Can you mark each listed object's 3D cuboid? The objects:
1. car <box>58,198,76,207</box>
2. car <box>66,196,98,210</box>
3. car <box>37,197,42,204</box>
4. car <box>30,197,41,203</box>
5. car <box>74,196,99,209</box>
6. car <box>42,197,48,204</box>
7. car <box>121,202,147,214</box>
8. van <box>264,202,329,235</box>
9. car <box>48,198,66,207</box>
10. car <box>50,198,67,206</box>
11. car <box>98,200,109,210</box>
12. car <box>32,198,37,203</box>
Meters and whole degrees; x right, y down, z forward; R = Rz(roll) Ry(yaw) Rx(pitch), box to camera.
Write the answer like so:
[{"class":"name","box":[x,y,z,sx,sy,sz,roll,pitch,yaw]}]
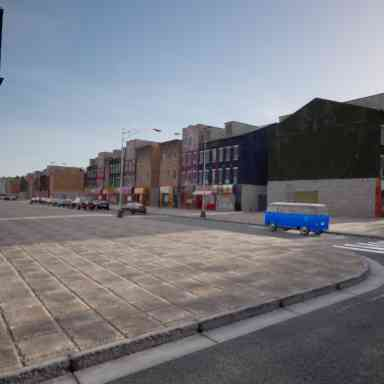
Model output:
[{"class":"car","box":[-22.606,1.843,59.901,1.887,1.381,4.507,3,-2,-36]},{"class":"car","box":[-14.846,1.489,44.746,2.097,1.767,4.553,3,-2,-35]},{"class":"car","box":[-32.202,1.952,73.201,1.802,1.307,4.206,3,-2,-36]},{"class":"car","box":[-38.598,2.010,82.067,1.802,1.307,4.206,3,-2,-36]},{"class":"car","box":[-16.202,1.577,51.038,2.192,1.841,5.009,3,-2,-36]},{"class":"car","box":[-29.101,1.870,68.906,1.752,1.417,4.829,3,-2,-36]},{"class":"car","box":[-6.617,1.808,37.730,1.802,1.307,4.206,3,-2,-36]},{"class":"van","box":[6.183,1.555,19.998,1.690,1.788,3.998,3,-2,-36]},{"class":"car","box":[-20.672,1.710,52.719,2.033,1.411,5.357,3,-2,-36]},{"class":"car","box":[-25.804,1.886,64.334,1.947,1.339,4.313,3,-2,-36]},{"class":"car","box":[-13.012,1.813,46.598,1.947,1.339,4.313,3,-2,-36]},{"class":"car","box":[-35.396,1.838,77.638,1.967,1.590,4.097,3,-2,-36]}]
